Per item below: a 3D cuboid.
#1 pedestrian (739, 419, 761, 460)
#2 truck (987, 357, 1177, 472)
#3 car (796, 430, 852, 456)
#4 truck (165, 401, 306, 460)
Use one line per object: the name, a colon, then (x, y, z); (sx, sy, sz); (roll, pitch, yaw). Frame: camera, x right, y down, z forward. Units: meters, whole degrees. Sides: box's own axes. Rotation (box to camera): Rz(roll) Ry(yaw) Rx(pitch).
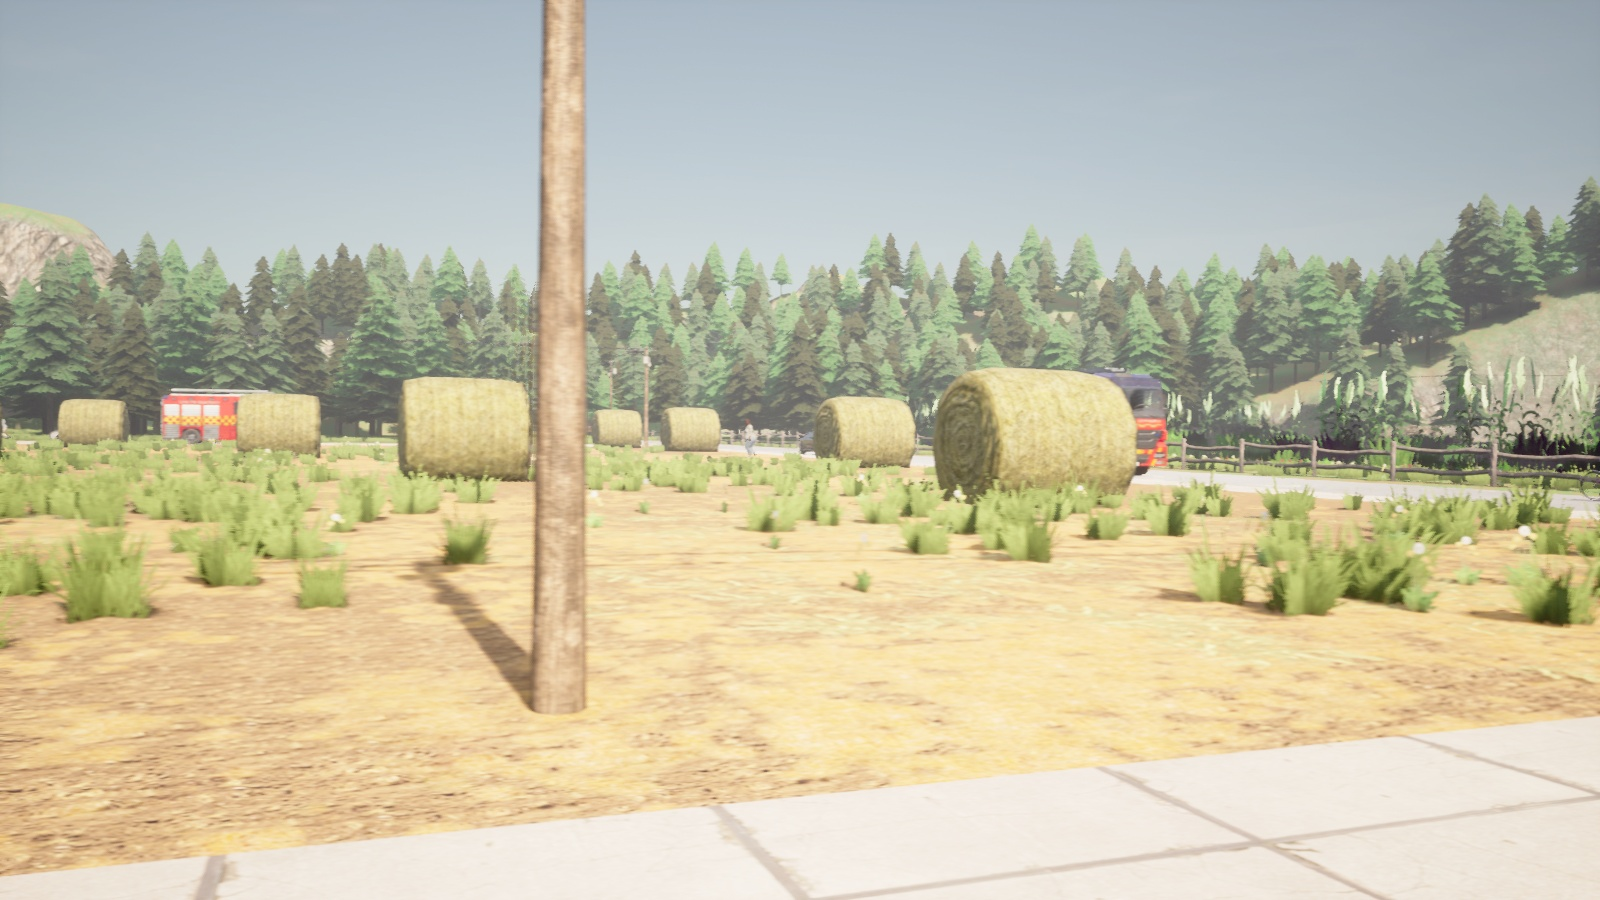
pedestrian: (-2.264, -0.490, 57.126); (0.900, 1.855, 0.874); (-1, 1, -8)
truck: (10.117, -1.263, 46.193); (2.891, 3.827, 8.468); (-1, 1, -18)
car: (1.371, -0.421, 73.377); (1.812, 1.442, 4.674); (-1, 1, -18)
truck: (-38.156, -1.341, 85.226); (8.468, 3.827, 2.891); (-1, 1, -21)
